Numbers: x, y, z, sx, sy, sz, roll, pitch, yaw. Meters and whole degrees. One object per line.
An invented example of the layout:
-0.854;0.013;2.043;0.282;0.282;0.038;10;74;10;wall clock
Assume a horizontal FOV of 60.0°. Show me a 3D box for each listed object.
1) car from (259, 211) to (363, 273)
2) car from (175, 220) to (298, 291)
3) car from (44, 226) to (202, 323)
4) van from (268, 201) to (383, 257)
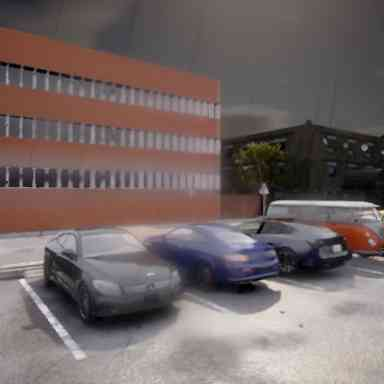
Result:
2.546;1.563;10.840;2.163;1.488;4.792;0;0;-36;car
0.265;1.556;9.172;2.002;1.452;4.674;0;0;-36;car
-2.039;1.538;7.535;2.002;1.452;4.674;0;0;-36;car
4.932;1.326;12.363;1.878;1.987;4.442;0;0;-36;van
